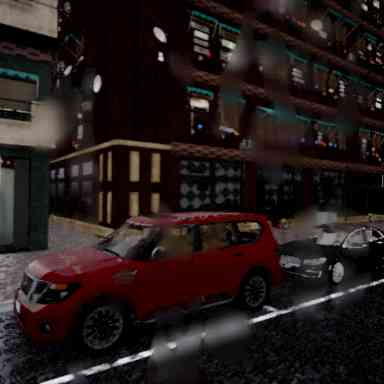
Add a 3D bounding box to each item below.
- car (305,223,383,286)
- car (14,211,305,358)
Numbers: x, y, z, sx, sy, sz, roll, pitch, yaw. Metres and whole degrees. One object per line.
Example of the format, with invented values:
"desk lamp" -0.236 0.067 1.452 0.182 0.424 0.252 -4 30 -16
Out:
"car" 4.171 1.603 9.518 4.403 1.369 2.008 0 0 -35
"car" -0.438 1.334 6.233 5.009 1.841 2.192 0 0 -35
